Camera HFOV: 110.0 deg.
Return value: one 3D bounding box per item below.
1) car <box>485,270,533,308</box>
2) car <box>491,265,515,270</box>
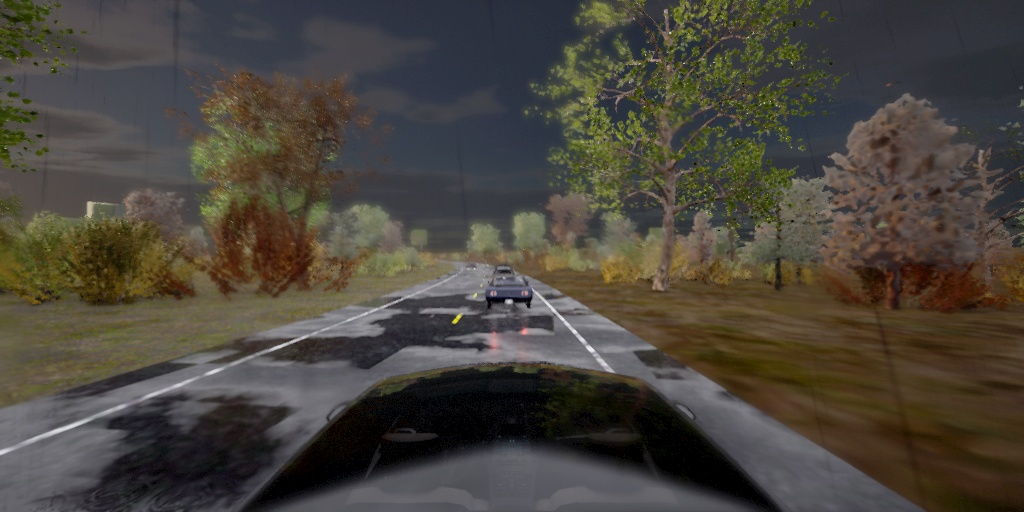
[{"bbox_3d":[-0.159,1.487,16.004,1.895,1.301,4.718,0,0,-1],"label":"car"},{"bbox_3d":[-0.757,1.530,31.244,1.837,1.490,4.892,0,0,-3],"label":"car"}]
